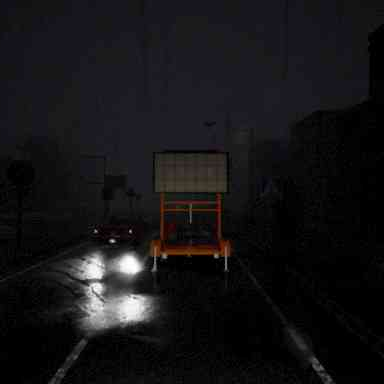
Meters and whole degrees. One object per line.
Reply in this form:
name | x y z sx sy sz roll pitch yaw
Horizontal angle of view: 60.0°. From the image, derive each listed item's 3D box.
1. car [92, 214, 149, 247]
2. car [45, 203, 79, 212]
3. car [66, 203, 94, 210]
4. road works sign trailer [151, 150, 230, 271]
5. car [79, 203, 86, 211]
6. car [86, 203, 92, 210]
car | -3.252 1.750 15.875 1.895 1.301 4.718 0 -1 0
car | -21.895 2.585 55.322 4.674 1.452 2.002 0 -1 0
car | -21.870 2.823 65.017 4.674 1.452 2.002 0 -1 0
road works sign trailer | -0.038 0.451 10.754 2.380 3.560 2.880 0 -1 0
car | -21.884 2.626 58.598 4.892 1.521 2.231 0 -1 0
car | -21.886 2.705 61.871 5.008 1.535 2.097 0 -1 0
